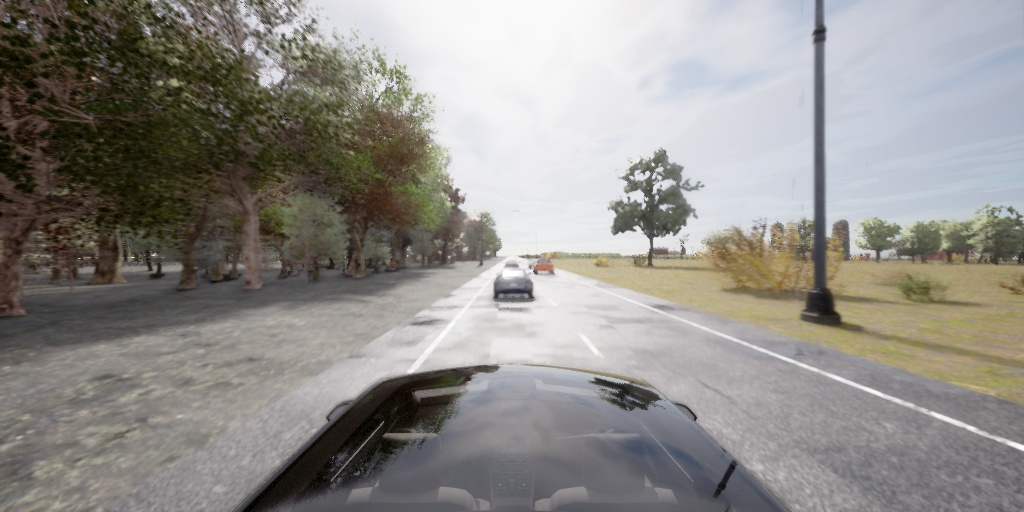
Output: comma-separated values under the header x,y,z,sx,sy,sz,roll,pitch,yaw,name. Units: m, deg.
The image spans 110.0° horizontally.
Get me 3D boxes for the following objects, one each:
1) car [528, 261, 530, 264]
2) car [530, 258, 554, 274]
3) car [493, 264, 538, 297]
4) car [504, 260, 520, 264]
x,y,z,sx,sy,sz,roll,pitch,yaw,name
3.454,1.207,54.604,1.812,1.442,4.674,0,0,0,car
3.445,1.053,39.758,2.097,1.767,4.553,0,0,0,car
0.076,1.301,18.615,1.994,1.385,4.181,0,0,0,car
0.022,1.232,45.027,1.812,1.442,4.674,0,0,0,car
